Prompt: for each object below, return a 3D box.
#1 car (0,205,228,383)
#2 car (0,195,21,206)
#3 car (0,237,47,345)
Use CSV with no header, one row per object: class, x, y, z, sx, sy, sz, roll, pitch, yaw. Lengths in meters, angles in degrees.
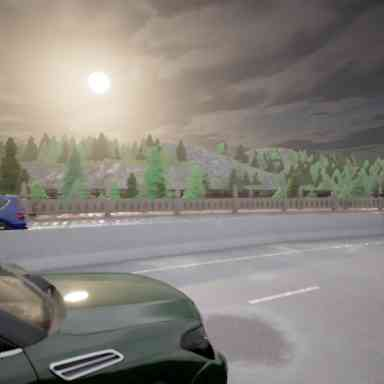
car,-2.341,1.207,2.003,5.566,2.045,2.150,0,0,-36
car,-9.993,1.143,13.938,5.566,2.045,2.150,0,0,-35
car,-4.734,1.571,4.582,4.718,1.301,1.895,0,0,-36
